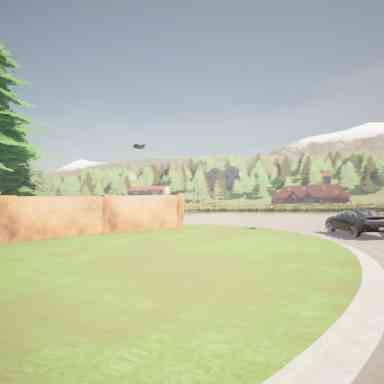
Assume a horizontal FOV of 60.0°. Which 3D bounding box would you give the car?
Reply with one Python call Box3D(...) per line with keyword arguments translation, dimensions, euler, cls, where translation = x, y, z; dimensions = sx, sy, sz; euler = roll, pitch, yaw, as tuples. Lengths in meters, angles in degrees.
Box3D(translation=(9.694, 1.760, 19.661), dimensions=(2.128, 1.511, 4.902), euler=(0, -1, -3), cls="car")
